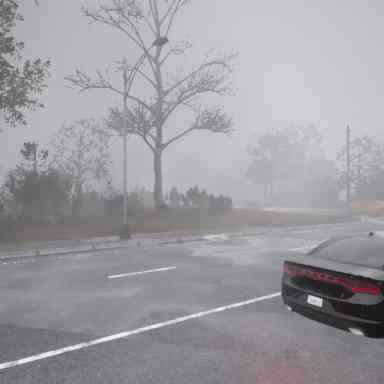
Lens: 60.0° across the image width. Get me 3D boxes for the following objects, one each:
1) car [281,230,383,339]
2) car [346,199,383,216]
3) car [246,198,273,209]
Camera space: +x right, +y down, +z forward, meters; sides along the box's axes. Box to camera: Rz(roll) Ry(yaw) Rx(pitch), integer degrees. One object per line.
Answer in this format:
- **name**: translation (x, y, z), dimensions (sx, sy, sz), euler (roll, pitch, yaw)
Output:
- **car**: translation (3.873, 1.478, 6.391), dimensions (5.008, 1.535, 1.882), euler (0, 0, -35)
- **car**: translation (17.668, 1.477, 32.555), dimensions (1.882, 1.535, 5.008), euler (0, 0, -31)
- **car**: translation (9.596, 1.604, 47.209), dimensions (1.994, 1.385, 4.181), euler (0, 0, -27)
